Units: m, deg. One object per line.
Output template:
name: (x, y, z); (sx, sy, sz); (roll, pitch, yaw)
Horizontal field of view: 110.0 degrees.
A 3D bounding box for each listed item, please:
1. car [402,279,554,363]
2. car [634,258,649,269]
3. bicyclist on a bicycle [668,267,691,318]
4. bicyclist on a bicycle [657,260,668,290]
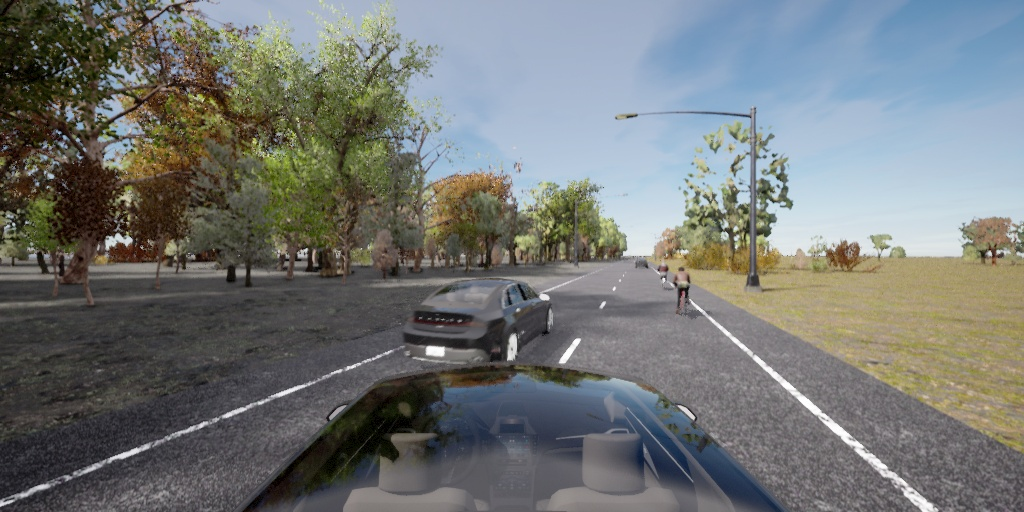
car: (-0.394, 1.244, 7.894); (1.837, 1.490, 4.892); (0, 0, 19)
car: (20.281, 1.167, 56.139); (1.837, 1.490, 4.892); (0, -1, 19)
bicyclist on a bicycle: (5.617, 1.186, 11.836); (0.582, 1.620, 1.656); (0, 0, 19)
bicyclist on a bicycle: (8.811, 1.090, 20.915); (0.659, 1.776, 1.843); (0, 0, 19)
